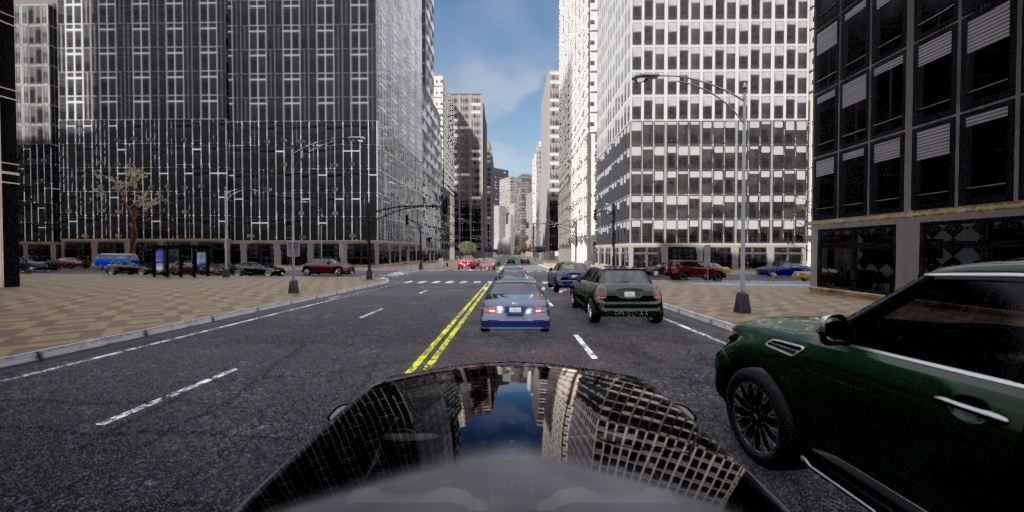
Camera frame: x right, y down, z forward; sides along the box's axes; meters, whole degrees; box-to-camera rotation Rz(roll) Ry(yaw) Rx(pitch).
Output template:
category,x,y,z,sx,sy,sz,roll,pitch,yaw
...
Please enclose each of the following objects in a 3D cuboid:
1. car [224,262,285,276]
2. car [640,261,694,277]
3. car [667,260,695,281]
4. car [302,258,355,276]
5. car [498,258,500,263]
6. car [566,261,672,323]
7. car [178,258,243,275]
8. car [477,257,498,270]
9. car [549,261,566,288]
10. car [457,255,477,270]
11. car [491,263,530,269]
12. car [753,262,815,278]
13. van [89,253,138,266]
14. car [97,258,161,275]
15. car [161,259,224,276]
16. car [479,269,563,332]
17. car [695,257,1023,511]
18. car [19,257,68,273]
category,x,y,z,sx,sy,sz,roll,pitch,yaw
car,-22.799,1.173,32.251,4.313,1.339,1.948,0,0,1
car,16.218,1.365,37.609,4.892,1.490,1.837,0,1,-1
car,16.127,1.268,31.809,5.009,1.841,2.192,0,0,1
car,-17.714,0.963,34.796,4.553,1.767,2.097,1,1,3
car,-3.461,1.231,60.433,1.812,1.442,4.674,0,0,0
car,3.327,1.097,12.265,2.097,1.767,4.553,0,0,0
car,-29.432,1.006,35.077,4.892,1.490,1.837,1,1,1
car,-3.424,1.068,51.257,2.097,1.767,4.553,0,0,-1
car,3.307,1.092,21.129,2.097,1.767,4.553,0,0,0
car,-6.704,0.935,53.403,2.150,2.045,5.566,0,0,0
car,0.058,1.304,20.062,1.994,1.385,4.181,0,0,0
car,28.260,1.444,37.403,5.008,1.535,1.882,1,1,1
van,-45.375,0.605,41.167,3.998,1.789,1.690,0,0,1
car,-34.165,1.069,32.532,4.313,1.339,1.948,0,0,1
car,-28.484,1.138,32.371,4.207,1.307,1.802,0,0,1
car,0.082,1.293,10.819,2.033,1.411,5.357,0,0,0
car,3.339,0.972,1.681,2.150,2.045,5.566,0,0,1
car,-47.729,0.843,35.449,4.892,1.490,1.837,0,1,1
